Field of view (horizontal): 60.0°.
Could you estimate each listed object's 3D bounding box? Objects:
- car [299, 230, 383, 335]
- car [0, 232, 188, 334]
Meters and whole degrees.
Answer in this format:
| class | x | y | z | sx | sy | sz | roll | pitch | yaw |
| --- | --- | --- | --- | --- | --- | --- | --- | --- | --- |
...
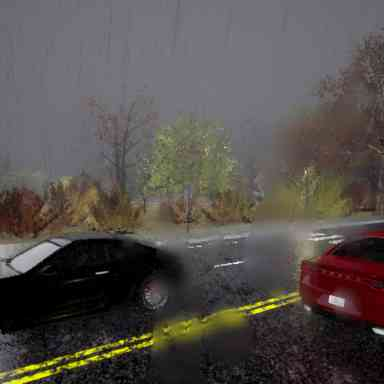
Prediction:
| class | x | y | z | sx | sy | sz | roll | pitch | yaw |
| --- | --- | --- | --- | --- | --- | --- | --- | --- | --- |
| car | 4.180 | 1.480 | 6.415 | 5.008 | 1.535 | 1.882 | 0 | 0 | -35 |
| car | -2.236 | 1.526 | 6.115 | 4.674 | 1.442 | 1.812 | 0 | 0 | -36 |
